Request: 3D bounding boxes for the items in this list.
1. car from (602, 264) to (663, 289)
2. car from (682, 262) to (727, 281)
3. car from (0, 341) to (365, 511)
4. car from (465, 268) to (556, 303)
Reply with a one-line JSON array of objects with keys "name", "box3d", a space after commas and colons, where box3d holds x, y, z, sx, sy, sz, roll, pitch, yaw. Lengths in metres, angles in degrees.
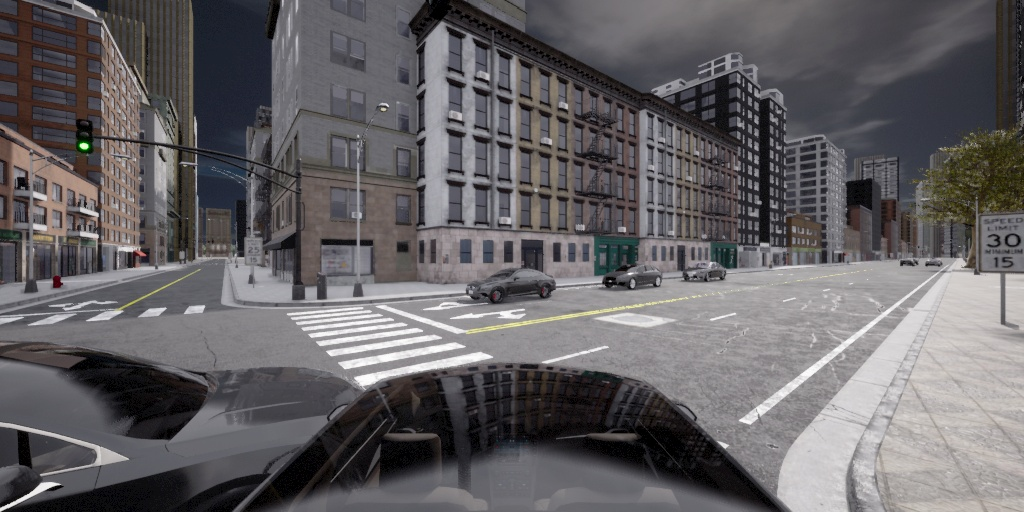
[{"name": "car", "box3d": [7.787, 1.259, 22.989, 4.892, 1.490, 1.837, 0, 0, -39]}, {"name": "car", "box3d": [15.834, 1.237, 29.413, 4.902, 1.511, 2.128, 0, 0, -38]}, {"name": "car", "box3d": [-3.212, 1.257, 1.856, 4.892, 1.490, 1.837, 0, 0, -34]}, {"name": "car", "box3d": [0.059, 1.287, 16.809, 4.674, 1.442, 1.812, 0, 0, -39]}]
